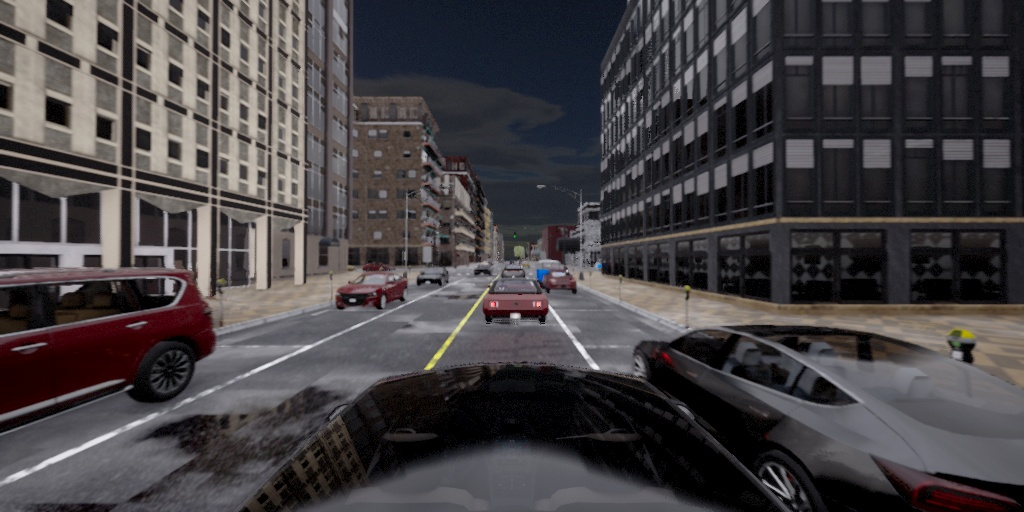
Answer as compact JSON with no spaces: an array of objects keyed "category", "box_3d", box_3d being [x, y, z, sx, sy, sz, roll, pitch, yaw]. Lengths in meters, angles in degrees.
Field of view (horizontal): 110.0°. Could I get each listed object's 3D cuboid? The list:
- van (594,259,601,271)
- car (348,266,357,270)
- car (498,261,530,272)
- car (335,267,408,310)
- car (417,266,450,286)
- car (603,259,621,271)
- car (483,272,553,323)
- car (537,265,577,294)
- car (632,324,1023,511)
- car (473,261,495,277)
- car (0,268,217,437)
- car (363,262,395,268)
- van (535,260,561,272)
[{"category":"van","box_3d":[14.912,1.405,55.632,3.998,1.789,1.690,0,0,0]},{"category":"car","box_3d":[-22.947,1.412,47.172,4.829,1.417,1.751,0,0,0]},{"category":"car","box_3d":[0.108,1.356,28.381,2.128,1.511,4.902,0,0,0]},{"category":"car","box_3d":[-5.686,1.351,15.022,1.888,1.381,4.507,0,0,0]},{"category":"car","box_3d":[-5.683,1.422,26.399,1.948,1.339,4.313,0,0,0]},{"category":"car","box_3d":[14.932,1.302,47.252,5.009,1.841,2.192,0,0,0]},{"category":"car","box_3d":[0.103,1.395,12.252,1.895,1.301,4.718,0,0,0]},{"category":"car","box_3d":[2.663,1.413,20.682,1.802,1.307,4.207,0,0,0]},{"category":"car","box_3d":[2.659,1.323,3.615,1.948,1.339,4.313,0,0,0]},{"category":"car","box_3d":[-3.003,1.512,38.281,1.895,1.301,4.718,0,0,0]},{"category":"car","box_3d":[-5.689,1.073,3.644,2.192,1.841,5.009,0,0,0]},{"category":"car","box_3d":[-17.455,1.479,47.183,4.207,1.307,1.802,0,0,0]},{"category":"van","box_3d":[2.664,1.197,26.371,1.690,1.789,3.998,0,0,0]}]
